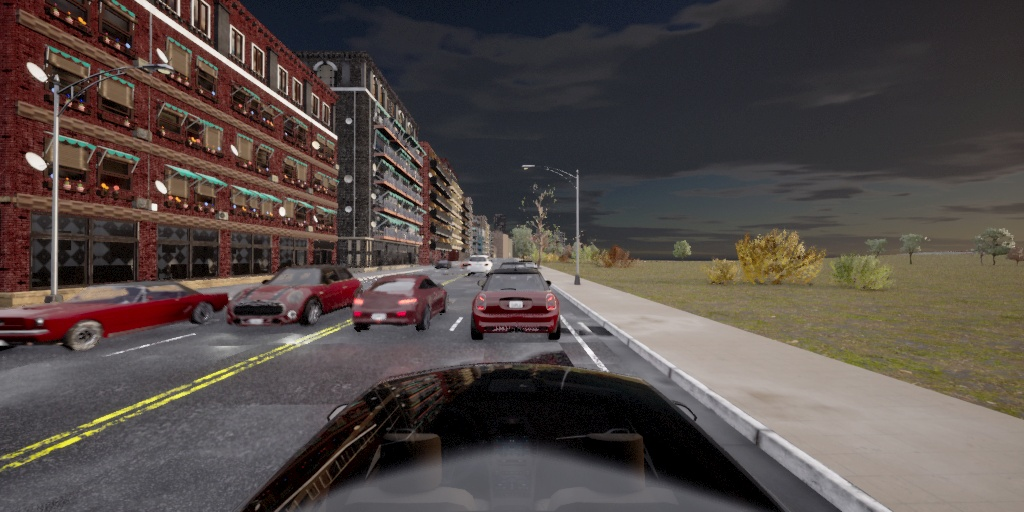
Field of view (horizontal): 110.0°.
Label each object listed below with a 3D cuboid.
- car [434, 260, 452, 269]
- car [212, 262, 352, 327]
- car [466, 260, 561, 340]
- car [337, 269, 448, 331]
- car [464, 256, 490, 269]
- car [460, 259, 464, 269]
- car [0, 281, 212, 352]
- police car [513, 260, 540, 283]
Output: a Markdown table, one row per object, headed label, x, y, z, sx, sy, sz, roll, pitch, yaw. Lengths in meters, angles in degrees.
| label | x | y | z | sx | sy | sz | roll | pitch | yaw |
| --- | --- | --- | --- | --- | --- | --- | --- | --- | --- |
| car | -9.917 | 1.299 | 52.287 | 2.033 | 1.411 | 5.357 | 0 | 0 | 0 |
| car | -6.616 | 1.104 | 11.510 | 2.097 | 1.767 | 4.553 | 0 | 0 | 0 |
| car | 0.081 | 1.103 | 10.133 | 2.097 | 1.767 | 4.553 | 0 | 0 | 0 |
| car | -3.165 | 1.277 | 10.809 | 1.812 | 1.442 | 4.674 | 0 | 0 | 0 |
| car | -3.198 | 0.976 | 36.374 | 2.150 | 2.045 | 5.566 | 0 | 0 | 0 |
| car | -6.664 | 1.104 | 54.525 | 2.097 | 1.767 | 4.553 | 0 | 0 | 0 |
| car | -9.861 | 1.352 | 9.078 | 1.895 | 1.301 | 4.718 | 0 | 0 | 0 |
| police car | 1.098 | 1.179 | 29.401 | 1.930 | 1.638 | 5.238 | 0 | 0 | 0 |
